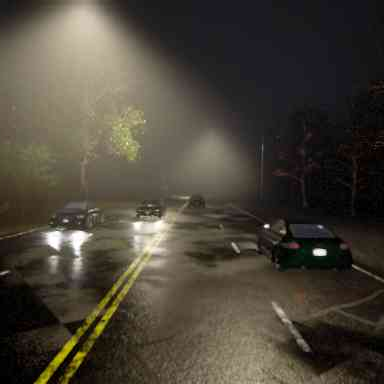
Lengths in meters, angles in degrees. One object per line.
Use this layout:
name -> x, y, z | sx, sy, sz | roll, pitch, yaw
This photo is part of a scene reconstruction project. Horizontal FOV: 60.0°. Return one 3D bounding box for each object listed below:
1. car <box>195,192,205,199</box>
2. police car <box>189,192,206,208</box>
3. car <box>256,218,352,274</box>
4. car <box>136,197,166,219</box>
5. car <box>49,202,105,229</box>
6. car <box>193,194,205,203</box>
car -> 1.776, 0.749, 73.594 | 2.033, 1.411, 5.357 | 1, 1, 3
police car -> 0.624, 1.028, 40.555 | 1.930, 1.638, 5.238 | 1, 1, 1
car -> 3.312, 1.523, 10.581 | 1.994, 1.385, 4.181 | 1, 0, 0
car -> -3.048, 1.202, 25.464 | 1.837, 1.490, 4.892 | 1, 0, 1
car -> -6.422, 1.263, 18.985 | 1.994, 1.385, 4.181 | 1, 1, 1
car -> 1.142, 1.042, 54.967 | 1.895, 1.301, 4.718 | 1, 1, 2
